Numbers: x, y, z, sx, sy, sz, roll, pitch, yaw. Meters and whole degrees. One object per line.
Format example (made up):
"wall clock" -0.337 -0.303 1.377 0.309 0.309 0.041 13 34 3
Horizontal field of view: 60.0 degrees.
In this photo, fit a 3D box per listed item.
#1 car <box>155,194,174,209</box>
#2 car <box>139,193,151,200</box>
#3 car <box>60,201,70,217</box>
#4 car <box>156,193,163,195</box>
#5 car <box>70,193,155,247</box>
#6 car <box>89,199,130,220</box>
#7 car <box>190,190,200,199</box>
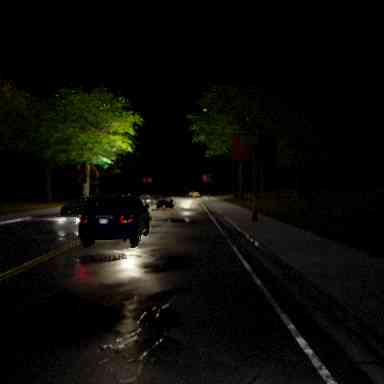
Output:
"car" -3.178 1.304 40.217 1.895 1.301 4.718 0 0 0
"car" -9.798 0.979 69.918 1.812 1.442 4.674 0 0 0
"car" -9.866 1.314 28.960 1.812 1.442 4.674 0 0 0
"car" -6.549 0.971 67.236 1.882 1.535 5.008 0 0 0
"car" -3.161 1.118 14.563 2.150 2.045 5.566 0 0 0
"car" -6.620 1.348 27.330 2.033 1.411 5.357 0 0 0
"car" 1.080 0.831 84.163 1.801 1.575 5.366 0 0 0
